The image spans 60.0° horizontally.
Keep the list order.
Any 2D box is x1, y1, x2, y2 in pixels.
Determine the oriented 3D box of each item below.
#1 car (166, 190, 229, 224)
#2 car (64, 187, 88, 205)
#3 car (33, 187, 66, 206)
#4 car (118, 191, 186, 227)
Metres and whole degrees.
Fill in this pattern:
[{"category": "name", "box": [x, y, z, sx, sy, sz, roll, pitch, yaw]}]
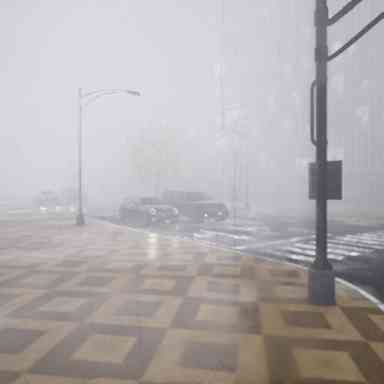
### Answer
[{"category": "car", "box": [-0.019, 0.893, 22.142, 2.150, 2.045, 5.566, 0, 1, -38]}, {"category": "car", "box": [-14.598, 0.463, 40.718, 2.150, 2.045, 5.566, 0, 1, -38]}, {"category": "car", "box": [-16.432, 0.621, 37.781, 2.097, 1.767, 4.553, 0, 1, -38]}, {"category": "car", "box": [-2.733, 1.027, 20.333, 2.097, 1.767, 4.553, 0, 1, -38]}]
